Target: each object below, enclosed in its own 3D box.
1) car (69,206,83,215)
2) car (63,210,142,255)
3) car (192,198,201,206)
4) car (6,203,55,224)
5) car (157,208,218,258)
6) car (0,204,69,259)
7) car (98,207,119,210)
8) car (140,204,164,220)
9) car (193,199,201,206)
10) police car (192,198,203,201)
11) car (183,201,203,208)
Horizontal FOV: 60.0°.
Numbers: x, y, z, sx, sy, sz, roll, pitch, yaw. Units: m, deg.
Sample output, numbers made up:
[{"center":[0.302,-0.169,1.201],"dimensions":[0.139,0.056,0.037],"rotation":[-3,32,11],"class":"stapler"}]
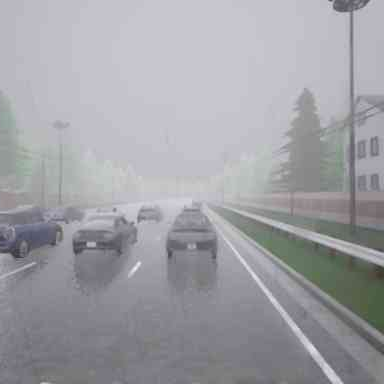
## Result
[{"center":[-10.503,1.853,27.485],"dimensions":[2.033,1.411,5.357],"rotation":[0,-1,0],"class":"car"},{"center":[-3.484,1.681,13.882],"dimensions":[1.812,1.442,4.674],"rotation":[0,0,0],"class":"car"},{"center":[1.022,2.210,77.480],"dimensions":[2.097,1.767,4.553],"rotation":[0,-1,0],"class":"car"},{"center":[-13.988,1.802,29.235],"dimensions":[1.882,1.535,5.008],"rotation":[0,0,0],"class":"car"},{"center":[0.011,1.644,13.483],"dimensions":[2.128,1.511,4.902],"rotation":[0,0,0],"class":"car"},{"center":[-6.988,1.501,13.406],"dimensions":[2.097,1.767,4.553],"rotation":[0,-1,0],"class":"car"},{"center":[-6.997,1.915,28.224],"dimensions":[1.895,1.301,4.718],"rotation":[0,-1,0],"class":"car"},{"center":[-3.494,1.810,28.481],"dimensions":[2.128,1.511,4.902],"rotation":[0,0,0],"class":"car"},{"center":[1.025,2.318,71.509],"dimensions":[1.812,1.442,4.674],"rotation":[0,-1,0],"class":"car"},{"center":[1.028,2.108,61.620],"dimensions":[1.930,1.638,5.238],"rotation":[0,-1,0],"class":"police car"},{"center":[0.006,1.810,28.482],"dimensions":[2.128,1.511,4.902],"rotation":[0,0,0],"class":"car"}]
